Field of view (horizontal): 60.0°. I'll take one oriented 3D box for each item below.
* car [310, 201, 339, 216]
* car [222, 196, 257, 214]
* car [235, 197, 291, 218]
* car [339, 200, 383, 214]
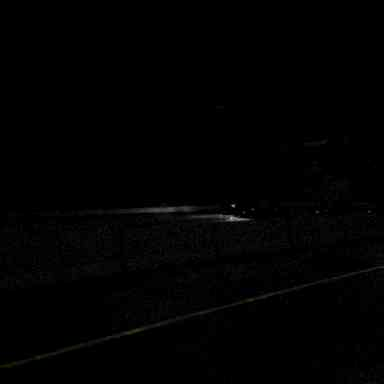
[{"bbox_3d":[11.718,1.410,27.291,4.181,1.385,1.994,0,0,-27],"label":"car"},{"bbox_3d":[5.048,1.231,31.684,4.553,1.767,2.097,0,0,-28],"label":"car"},{"bbox_3d":[6.340,1.405,28.401,4.674,1.442,1.812,0,0,-28],"label":"car"},{"bbox_3d":[13.494,1.334,24.267,4.902,1.511,2.128,0,0,-27],"label":"car"}]
